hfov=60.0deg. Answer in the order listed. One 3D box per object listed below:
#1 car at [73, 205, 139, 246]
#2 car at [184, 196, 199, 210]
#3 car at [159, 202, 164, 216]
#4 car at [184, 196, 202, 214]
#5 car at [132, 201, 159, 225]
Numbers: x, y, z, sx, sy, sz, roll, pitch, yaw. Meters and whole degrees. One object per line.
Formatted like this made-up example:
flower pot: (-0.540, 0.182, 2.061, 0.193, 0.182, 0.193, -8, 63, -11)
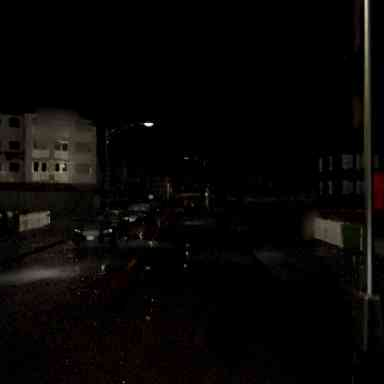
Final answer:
car: (-4.111, 1.608, 15.886, 2.128, 1.511, 4.902, 0, 0, 0)
car: (-0.032, 1.590, 50.271, 2.150, 2.045, 5.566, 0, 0, 0)
car: (-4.078, 1.742, 36.024, 1.882, 1.535, 5.008, 0, 0, 0)
car: (0.074, 1.648, 40.408, 2.097, 1.767, 4.553, 0, 0, 0)
car: (-4.110, 1.681, 25.850, 2.128, 1.511, 4.902, 0, 0, 0)
